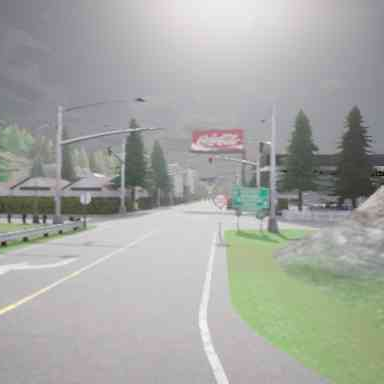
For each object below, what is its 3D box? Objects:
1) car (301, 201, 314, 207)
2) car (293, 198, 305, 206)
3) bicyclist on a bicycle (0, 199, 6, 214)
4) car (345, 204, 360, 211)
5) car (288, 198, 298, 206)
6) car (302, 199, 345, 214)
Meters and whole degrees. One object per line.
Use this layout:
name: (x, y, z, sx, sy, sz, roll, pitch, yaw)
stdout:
car: (27.131, 2.775, 78.331, 1.970, 1.475, 3.806, 1, -1, 5)
car: (27.792, 2.638, 86.787, 1.932, 1.855, 4.605, 1, -1, 5)
bicyclist on a bicycle: (-20.827, 1.587, 36.322, 0.582, 1.620, 1.656, 1, -1, 5)
car: (20.530, 2.354, 45.375, 4.611, 1.667, 2.242, 1, -1, 5)
car: (23.871, 2.467, 79.217, 1.905, 1.878, 3.866, 1, -1, 5)
car: (15.744, 2.058, 40.092, 3.866, 1.878, 1.905, 1, -1, 5)
